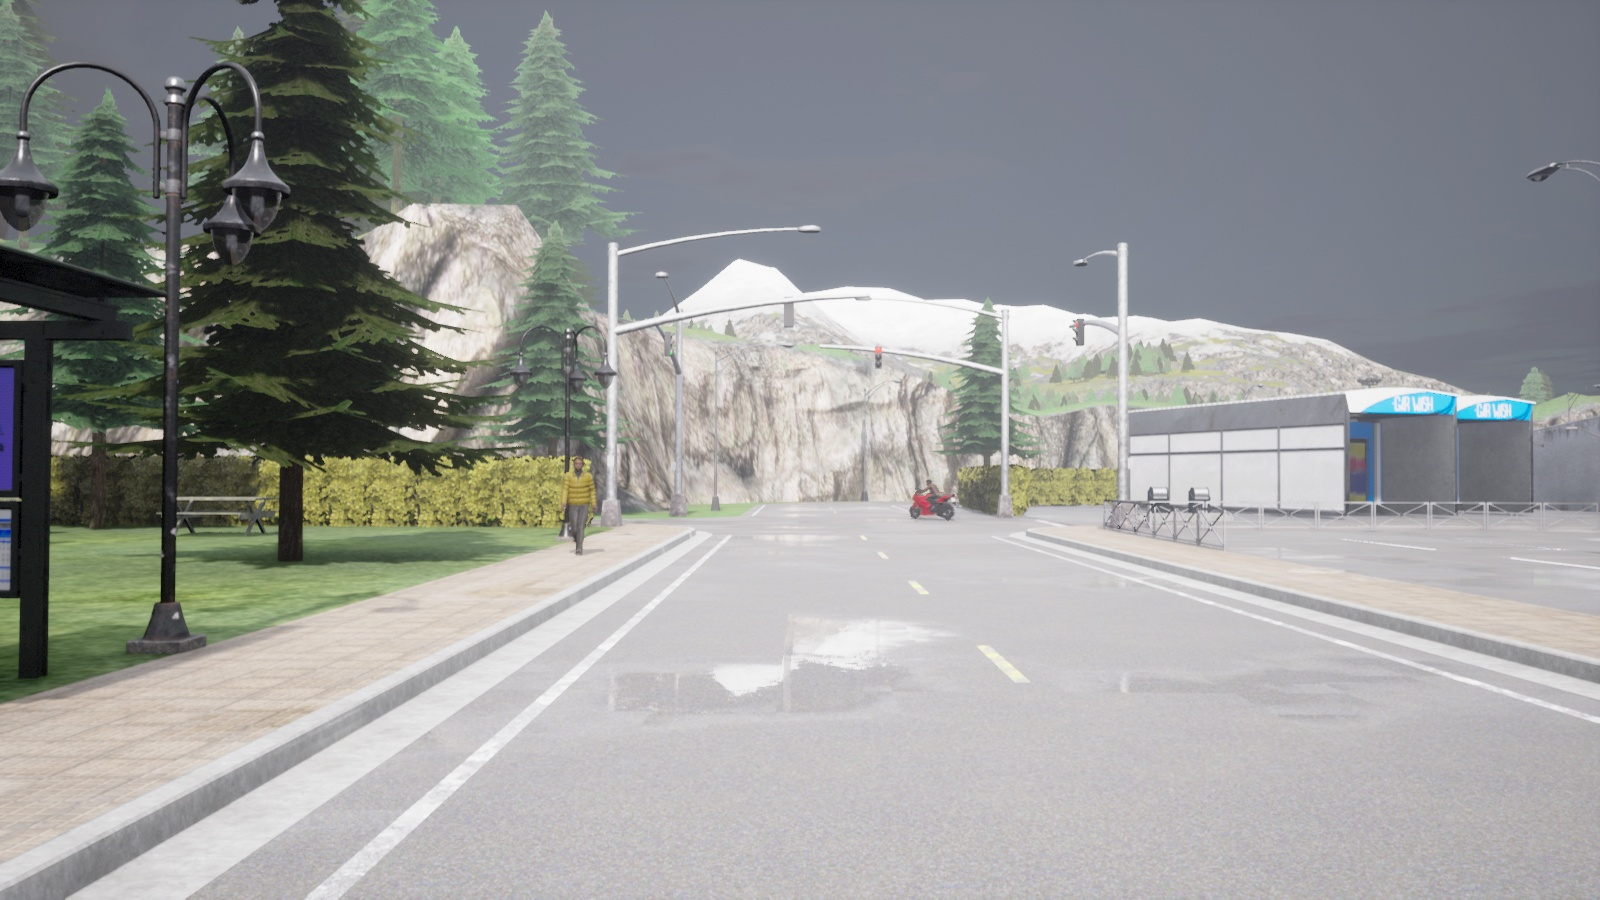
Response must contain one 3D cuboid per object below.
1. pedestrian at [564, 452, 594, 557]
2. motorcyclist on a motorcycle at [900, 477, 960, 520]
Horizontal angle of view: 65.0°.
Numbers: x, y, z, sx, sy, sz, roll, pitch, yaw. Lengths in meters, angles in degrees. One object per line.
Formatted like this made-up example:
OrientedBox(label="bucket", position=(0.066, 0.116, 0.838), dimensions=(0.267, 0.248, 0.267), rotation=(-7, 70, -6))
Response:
OrientedBox(label="pedestrian", position=(-3.936, 0.969, 22.413), dimensions=(0.431, 1.840, 0.709), rotation=(0, -1, -2))
OrientedBox(label="motorcyclist on a motorcycle", position=(4.763, 1.765, 46.158), dimensions=(2.044, 1.523, 0.797), rotation=(-1, -5, 41))
